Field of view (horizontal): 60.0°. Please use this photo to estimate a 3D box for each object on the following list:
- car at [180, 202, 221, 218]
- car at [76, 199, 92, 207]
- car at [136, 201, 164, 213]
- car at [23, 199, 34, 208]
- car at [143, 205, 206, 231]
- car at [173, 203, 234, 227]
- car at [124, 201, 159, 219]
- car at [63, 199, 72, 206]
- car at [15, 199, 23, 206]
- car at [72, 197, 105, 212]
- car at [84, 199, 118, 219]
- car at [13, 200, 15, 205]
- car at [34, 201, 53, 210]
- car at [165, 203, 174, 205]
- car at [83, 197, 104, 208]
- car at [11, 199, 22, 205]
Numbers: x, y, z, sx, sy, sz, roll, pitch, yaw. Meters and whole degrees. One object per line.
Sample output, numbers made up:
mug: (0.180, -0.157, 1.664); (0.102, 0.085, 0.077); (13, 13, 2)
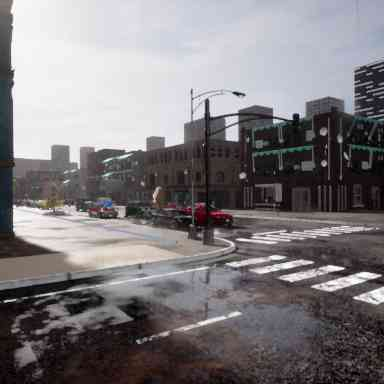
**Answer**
car: (0.797, 1.809, 34.839); (2.008, 1.369, 4.403); (-2, 0, -35)
car: (-21.603, 2.227, 66.453); (1.887, 1.381, 4.507); (-1, 0, -35)
car: (-5.601, 1.966, 43.871); (1.802, 1.307, 4.206); (-2, 0, -35)
car: (-31.640, 2.376, 66.123); (2.008, 1.369, 4.403); (-1, 0, -35)
car: (-1.315, 1.815, 23.116); (1.947, 1.339, 4.313); (-1, 0, -35)
car: (0.964, 1.698, 24.602); (1.882, 1.535, 5.008); (-1, 0, -35)
car: (-4.948, 1.689, 32.948); (2.097, 1.767, 4.553); (-1, 0, -35)
car: (-28.003, 2.364, 75.486); (1.947, 1.339, 4.313); (-1, 0, -35)
car: (-38.042, 2.380, 75.155); (1.967, 1.590, 4.097); (-1, 0, -35)
car: (-14.664, 1.747, 46.720); (2.150, 2.045, 5.566); (-1, 0, -35)
car: (-9.242, 1.846, 34.508); (1.967, 1.590, 4.097); (-1, 0, -35)
car: (-41.240, 2.547, 79.672); (2.008, 1.369, 4.403); (-1, 0, -35)
car: (-25.141, 2.233, 56.951); (1.752, 1.417, 4.829); (-1, 0, -35)
car: (-2.402, 1.904, 39.355); (1.802, 1.307, 4.206); (-2, 0, -35)
car: (-18.408, 1.940, 61.936); (2.192, 1.841, 5.009); (-1, 0, -35)
car: (-44.439, 2.598, 84.188); (1.887, 1.381, 4.507); (-1, 0, -35)
